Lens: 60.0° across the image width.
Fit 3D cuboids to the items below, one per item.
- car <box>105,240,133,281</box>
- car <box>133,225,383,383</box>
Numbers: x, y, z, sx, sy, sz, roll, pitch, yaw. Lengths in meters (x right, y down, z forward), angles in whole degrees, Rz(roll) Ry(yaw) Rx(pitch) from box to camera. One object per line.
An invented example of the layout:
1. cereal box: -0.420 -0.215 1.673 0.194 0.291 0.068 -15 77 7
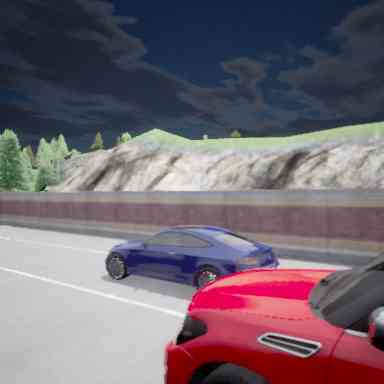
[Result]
1. car: -0.178 1.563 8.418 4.674 1.442 1.812 -1 0 35
2. car: 2.381 1.218 2.296 5.566 2.045 2.150 0 0 36
